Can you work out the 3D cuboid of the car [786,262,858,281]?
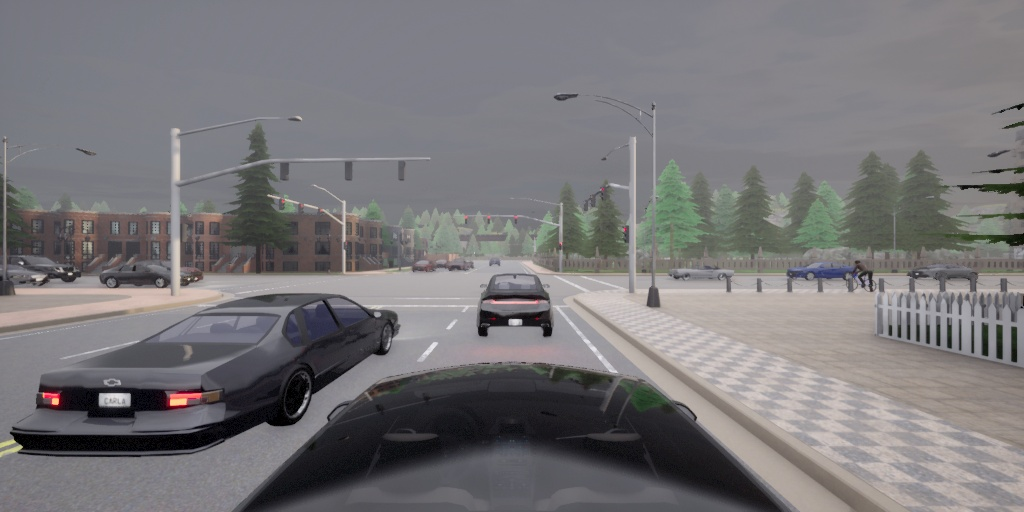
[{"bbox_3d":[25.612,1.227,29.749,5.008,1.535,1.882,0,0,0],"label":"car"}]

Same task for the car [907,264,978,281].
[{"bbox_3d":[35.593,1.313,29.722,4.181,1.385,1.994,0,0,1],"label":"car"}]

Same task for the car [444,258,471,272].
[{"bbox_3d":[-7.053,1.100,46.957,2.097,1.767,4.553,0,0,0],"label":"car"}]

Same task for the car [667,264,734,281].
[{"bbox_3d":[15.572,1.350,29.764,4.718,1.301,1.895,0,0,0],"label":"car"}]

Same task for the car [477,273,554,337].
[{"bbox_3d":[0.084,1.241,10.296,2.128,1.511,4.902,0,0,0],"label":"car"}]

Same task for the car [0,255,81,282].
[{"bbox_3d":[-35.162,0.971,26.009,5.566,2.045,2.150,0,0,-6],"label":"car"}]

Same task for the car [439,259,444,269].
[{"bbox_3d":[-10.563,1.226,54.559,1.882,1.535,5.008,0,0,0],"label":"car"}]

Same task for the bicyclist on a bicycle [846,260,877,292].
[{"bbox_3d":[18.255,1.052,18.777,0.582,1.620,1.656,0,0,0],"label":"bicyclist on a bicycle"}]

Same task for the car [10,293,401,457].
[{"bbox_3d":[-3.435,1.297,5.629,2.033,1.411,5.357,0,0,0],"label":"car"}]

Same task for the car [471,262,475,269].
[{"bbox_3d":[-7.043,1.313,56.476,1.994,1.385,4.181,0,0,1],"label":"car"}]

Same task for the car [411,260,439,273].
[{"bbox_3d":[-10.590,1.226,43.235,1.882,1.535,5.008,0,0,1],"label":"car"}]

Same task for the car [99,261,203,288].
[{"bbox_3d":[-23.181,1.254,22.918,4.892,1.490,1.837,0,0,-3],"label":"car"}]

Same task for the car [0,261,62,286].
[{"bbox_3d":[-32.546,1.241,22.682,4.902,1.511,2.128,0,0,-4],"label":"car"}]
